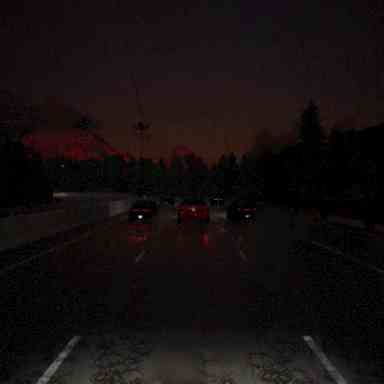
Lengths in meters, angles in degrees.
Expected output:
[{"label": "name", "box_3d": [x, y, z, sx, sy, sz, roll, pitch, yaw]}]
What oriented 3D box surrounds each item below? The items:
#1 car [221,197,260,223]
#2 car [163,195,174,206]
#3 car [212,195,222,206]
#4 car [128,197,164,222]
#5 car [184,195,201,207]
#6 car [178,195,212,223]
[{"label": "car", "box_3d": [3.600, 1.341, 23.994, 2.128, 1.511, 4.902, 0, 1, 0]}, {"label": "car", "box_3d": [-3.552, 1.222, 48.081, 1.812, 1.442, 4.674, 0, 1, -2]}, {"label": "car", "box_3d": [3.481, 1.192, 47.454, 2.128, 1.511, 4.902, 0, 0, -2]}, {"label": "car", "box_3d": [-3.399, 1.352, 24.284, 1.837, 1.490, 4.892, 0, 1, 0]}, {"label": "car", "box_3d": [-0.008, 1.197, 46.830, 2.128, 1.511, 4.902, 0, 0, -2]}, {"label": "car", "box_3d": [0.101, 1.197, 24.304, 2.097, 1.767, 4.553, 0, 0, 0]}]
